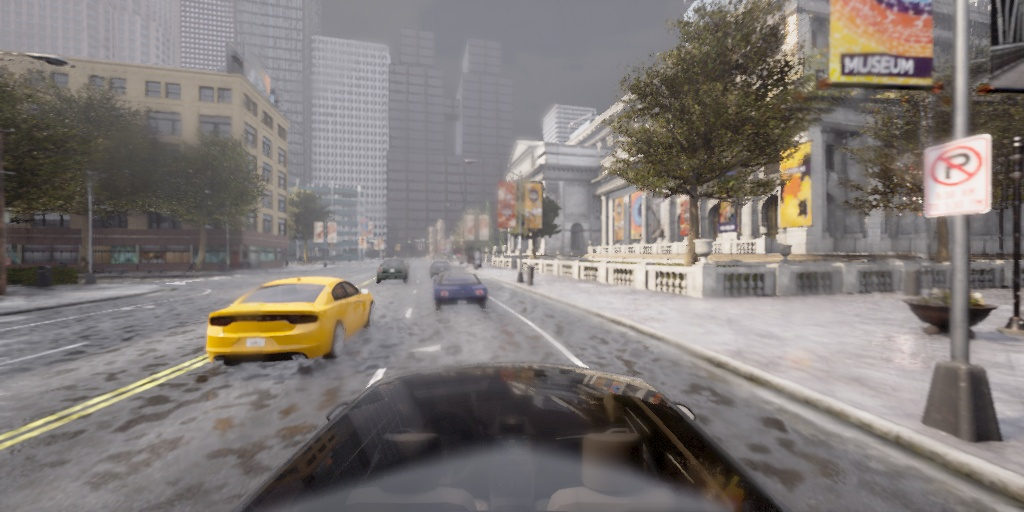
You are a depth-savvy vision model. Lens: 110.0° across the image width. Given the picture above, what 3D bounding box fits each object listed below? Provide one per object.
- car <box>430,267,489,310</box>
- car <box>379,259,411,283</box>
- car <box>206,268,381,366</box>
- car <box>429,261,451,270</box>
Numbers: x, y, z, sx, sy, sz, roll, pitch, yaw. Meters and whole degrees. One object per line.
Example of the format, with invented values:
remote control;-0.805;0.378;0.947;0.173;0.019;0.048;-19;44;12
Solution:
car;-2.191;1.294;14.426;1.895;1.301;4.718;0;0;-13
car;-8.655;0.999;26.509;2.097;1.767;4.553;0;0;-13
car;-4.471;1.206;8.095;1.882;1.535;5.008;0;0;-10
car;-6.363;1.163;31.975;2.033;1.411;5.357;0;0;-14
